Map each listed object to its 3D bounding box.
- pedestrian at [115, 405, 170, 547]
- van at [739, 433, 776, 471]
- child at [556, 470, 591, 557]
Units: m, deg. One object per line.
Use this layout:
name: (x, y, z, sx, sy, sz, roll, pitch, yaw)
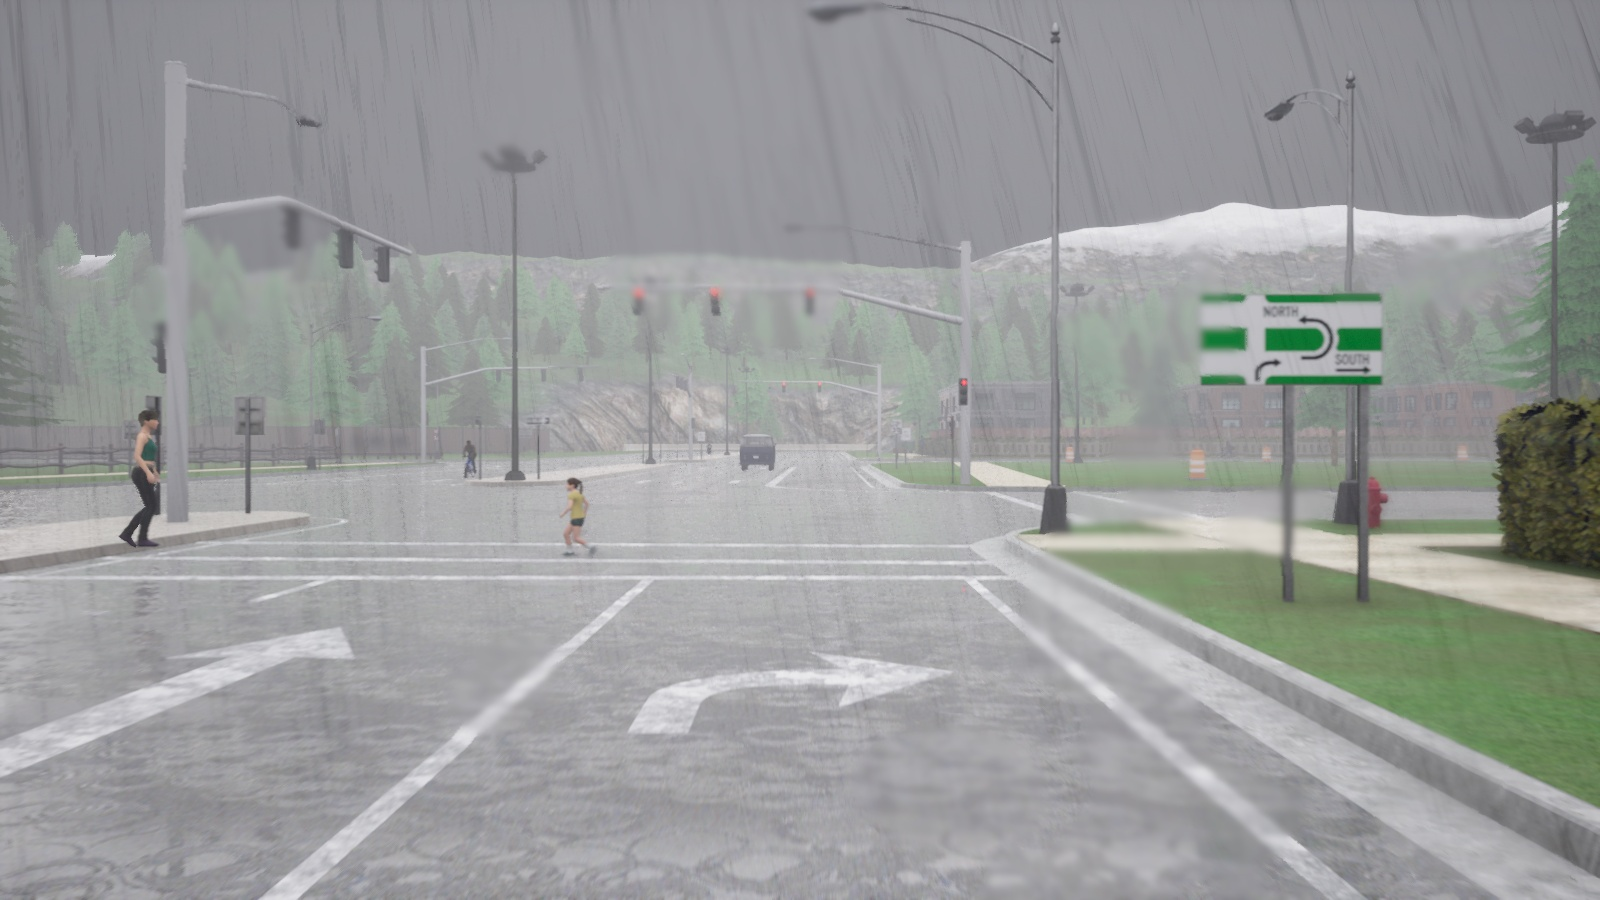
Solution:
pedestrian: (-8.618, 0.334, 16.480, 0.594, 1.836, 0.345, 0, 0, -20)
van: (-2.288, 0.112, 68.413, 1.775, 1.987, 4.442, 0, 0, 1)
child: (-2.946, 0.821, 16.346, 0.394, 1.110, 0.255, 0, 0, 2)
